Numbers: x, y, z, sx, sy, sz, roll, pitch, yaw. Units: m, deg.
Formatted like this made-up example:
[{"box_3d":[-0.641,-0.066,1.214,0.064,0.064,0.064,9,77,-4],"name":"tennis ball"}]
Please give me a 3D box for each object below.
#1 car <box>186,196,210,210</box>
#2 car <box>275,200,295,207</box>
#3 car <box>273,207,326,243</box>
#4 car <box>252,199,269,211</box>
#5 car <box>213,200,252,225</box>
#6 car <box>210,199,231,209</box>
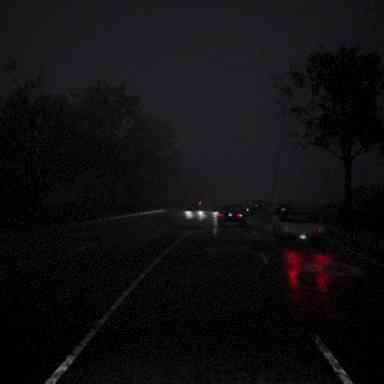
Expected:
[{"box_3d":[0.882,1.345,41.798,2.097,1.767,4.553,0,0,21],"name":"car"},{"box_3d":[9.731,1.563,34.884,1.812,1.442,4.674,0,0,19],"name":"car"},{"box_3d":[5.079,1.618,16.369,1.895,1.301,4.718,0,0,9],"name":"car"},{"box_3d":[8.327,1.593,41.098,1.994,1.385,4.181,0,0,21],"name":"car"},{"box_3d":[3.053,1.557,24.254,2.033,1.411,5.357,0,0,12],"name":"car"},{"box_3d":[3.999,1.534,40.189,1.812,1.442,4.674,0,0,20],"name":"car"}]
